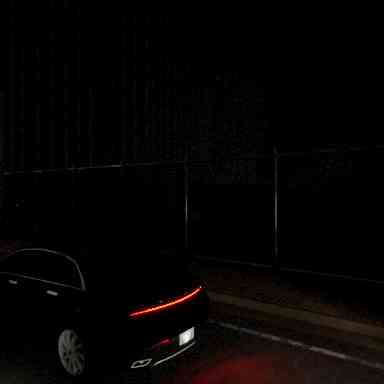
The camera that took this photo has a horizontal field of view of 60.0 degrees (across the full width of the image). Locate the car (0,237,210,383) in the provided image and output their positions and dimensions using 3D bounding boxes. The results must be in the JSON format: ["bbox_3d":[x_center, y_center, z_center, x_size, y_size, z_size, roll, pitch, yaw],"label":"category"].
[{"bbox_3d":[-2.028,1.505,5.463,4.892,1.490,1.837,0,0,36],"label":"car"}]
